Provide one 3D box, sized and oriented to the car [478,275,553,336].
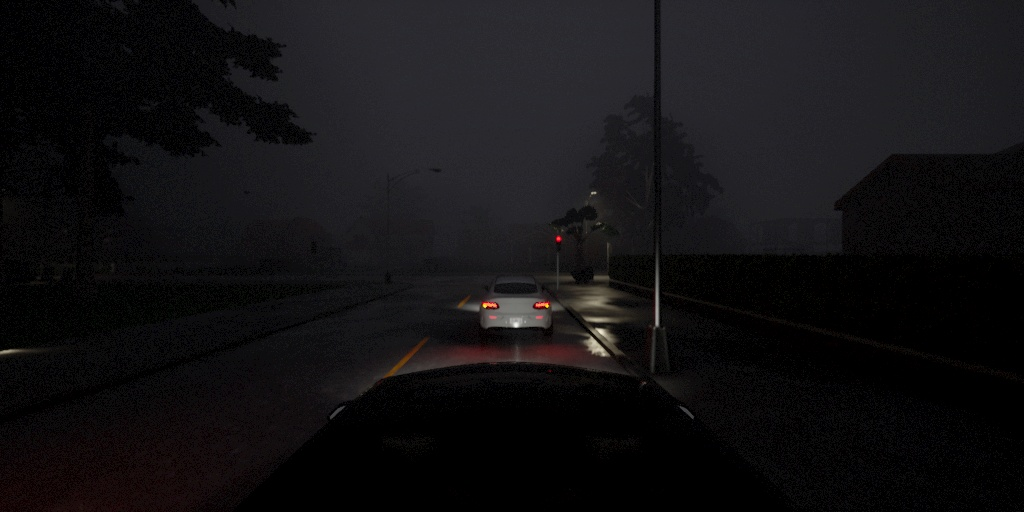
[{"bbox_3d":[0.088,1.265,10.230,1.812,1.442,4.674,0,0,0],"label":"car"}]
